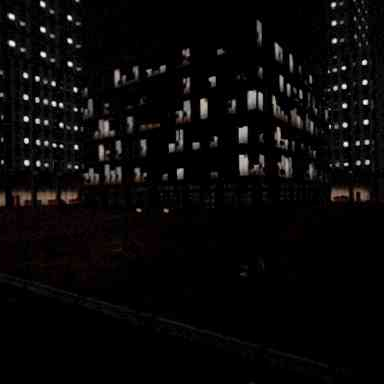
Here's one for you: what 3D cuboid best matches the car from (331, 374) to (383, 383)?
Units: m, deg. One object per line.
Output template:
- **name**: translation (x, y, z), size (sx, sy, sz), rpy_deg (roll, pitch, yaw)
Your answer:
- **car**: translation (2.410, 1.557, 1.145), size (4.313, 1.339, 1.947), rpy_deg (-1, -1, 36)
